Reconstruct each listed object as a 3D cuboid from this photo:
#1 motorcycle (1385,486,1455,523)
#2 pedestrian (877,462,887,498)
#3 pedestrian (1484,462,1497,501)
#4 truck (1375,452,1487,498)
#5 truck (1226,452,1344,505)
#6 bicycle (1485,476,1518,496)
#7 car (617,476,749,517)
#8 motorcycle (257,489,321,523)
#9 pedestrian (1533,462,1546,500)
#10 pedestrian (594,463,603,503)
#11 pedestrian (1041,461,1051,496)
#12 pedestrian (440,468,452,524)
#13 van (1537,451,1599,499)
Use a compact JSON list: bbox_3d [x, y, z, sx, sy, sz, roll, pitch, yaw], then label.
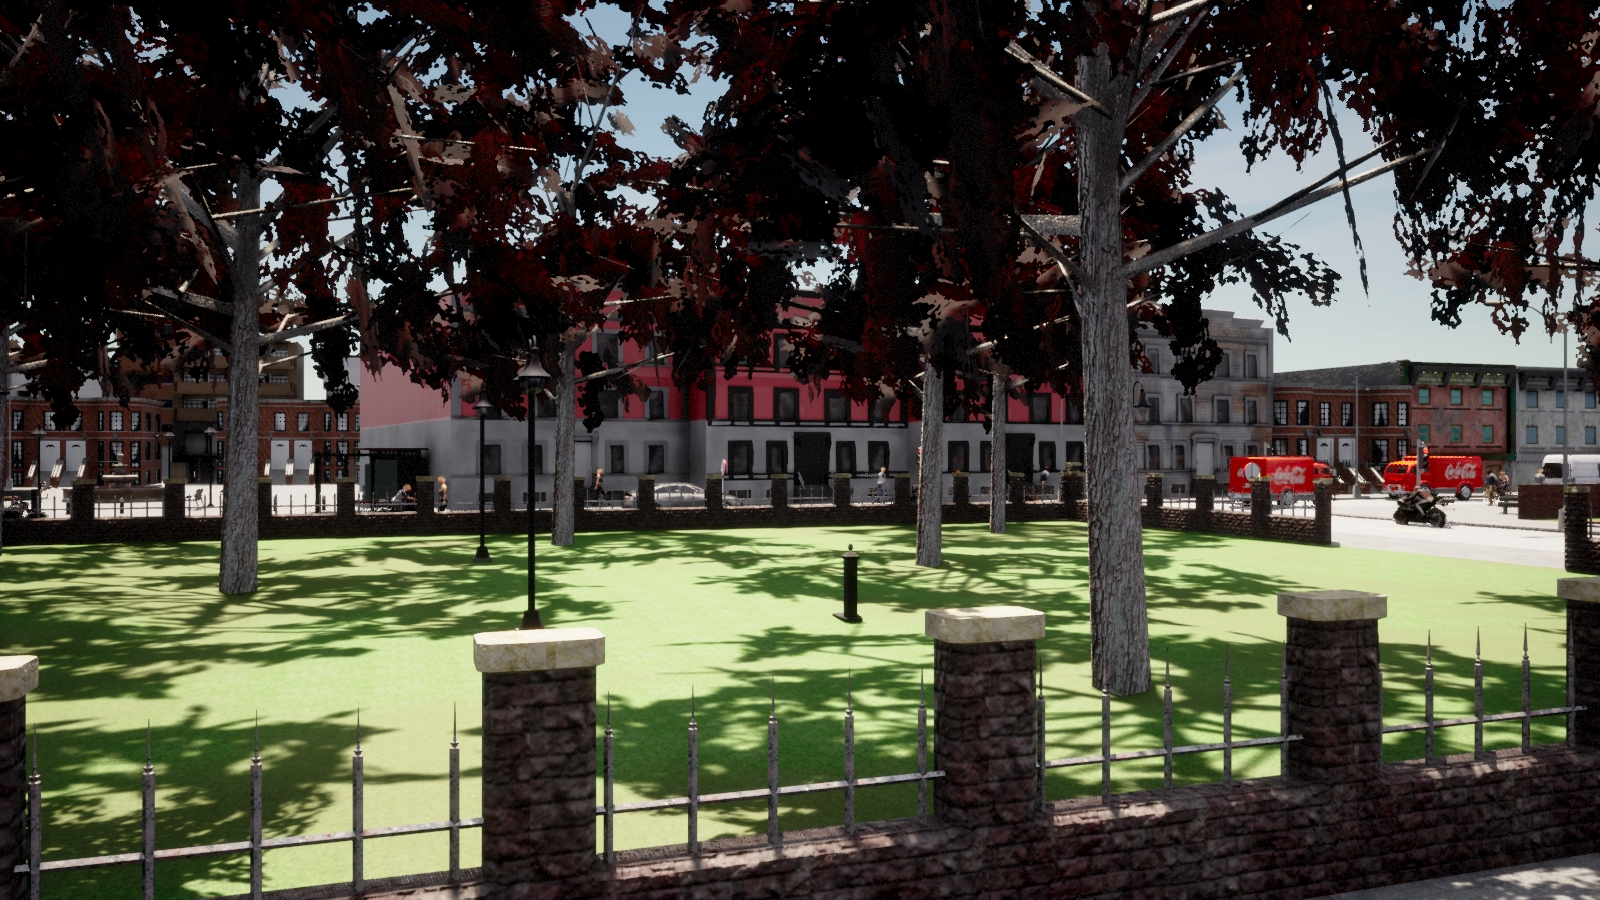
[{"bbox_3d":[22.695,1.985,41.876,0.867,1.251,2.209,0,0,-20],"label":"motorcycle"},{"bbox_3d":[4.182,1.523,58.449,0.375,1.860,0.375,0,0,-19],"label":"pedestrian"},{"bbox_3d":[33.142,1.517,54.851,0.375,1.860,0.375,0,0,-4],"label":"pedestrian"},{"bbox_3d":[35.004,1.348,63.458,5.204,2.467,2.627,0,0,-19],"label":"truck"},{"bbox_3d":[23.687,1.348,55.801,5.204,2.467,2.627,0,0,-28],"label":"truck"},{"bbox_3d":[40.060,2.036,65.248,1.487,1.080,0.859,0,0,-18],"label":"bicycle"},{"bbox_3d":[-4.678,1.827,45.707,4.902,1.511,2.128,0,0,-19],"label":"car"},{"bbox_3d":[-18.356,1.993,41.049,2.033,1.145,0.803,0,0,-19],"label":"motorcycle"},{"bbox_3d":[35.991,1.515,55.576,0.375,1.860,0.375,0,0,-19],"label":"pedestrian"},{"bbox_3d":[-9.436,1.524,53.569,0.375,1.860,0.375,0,0,-19],"label":"pedestrian"},{"bbox_3d":[13.211,1.524,61.379,0.375,1.860,0.375,0,0,-20],"label":"pedestrian"},{"bbox_3d":[-11.835,1.523,38.182,0.375,1.860,0.375,0,0,-19],"label":"pedestrian"},{"bbox_3d":[43.272,1.314,62.201,5.915,2.561,1.988,0,0,-18],"label":"van"}]
